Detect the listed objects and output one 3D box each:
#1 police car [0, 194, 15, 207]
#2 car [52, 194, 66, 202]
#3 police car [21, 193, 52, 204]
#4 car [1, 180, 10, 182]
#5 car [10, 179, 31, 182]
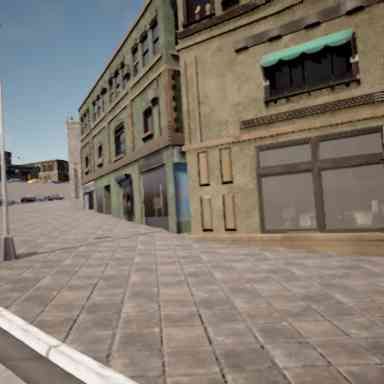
[{"bbox_3d":[-23.422,1.118,40.649,1.930,1.638,5.238,-3,1,-7],"label":"police car"},{"bbox_3d":[-23.160,1.041,55.780,1.837,1.490,4.892,-4,0,9],"label":"car"},{"bbox_3d":[-23.732,1.004,50.189,1.930,1.638,5.238,-4,1,3],"label":"police car"},{"bbox_3d":[-46.889,-2.686,78.761,2.231,1.521,4.892,-6,-3,33],"label":"car"},{"bbox_3d":[-43.913,-2.635,83.444,2.002,1.452,4.674,-5,-3,32],"label":"car"}]
